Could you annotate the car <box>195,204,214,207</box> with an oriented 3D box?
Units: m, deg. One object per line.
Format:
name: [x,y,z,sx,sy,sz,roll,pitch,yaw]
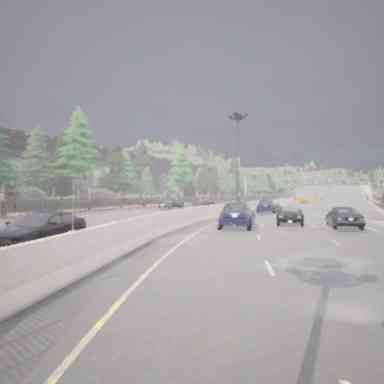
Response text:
car: [1.672,1.699,48.896,1.882,1.535,5.008,0,-1,26]

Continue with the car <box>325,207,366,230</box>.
car: [10.234,1.707,22.455,2.033,1.411,5.357,0,0,15]

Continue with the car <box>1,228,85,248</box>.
car: [-6.012,1.499,13.268,1.882,1.535,5.008,0,0,8]

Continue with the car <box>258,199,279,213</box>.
car: [9.227,1.580,39.750,2.097,1.767,4.553,0,0,24]

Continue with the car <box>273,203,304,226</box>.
car: [7.334,1.754,24.975,1.895,1.301,4.718,0,0,16]

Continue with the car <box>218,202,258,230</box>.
car: [3.038,1.466,22.084,2.097,1.767,4.553,0,0,13]
